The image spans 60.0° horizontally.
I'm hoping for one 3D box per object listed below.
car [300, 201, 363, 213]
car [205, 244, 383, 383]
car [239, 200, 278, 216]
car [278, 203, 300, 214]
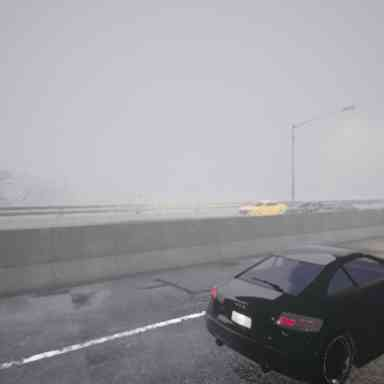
[{"bbox_3d":[10.580,1.592,24.232,5.357,1.411,2.033,0,0,-35],"label":"car"},{"bbox_3d":[2.255,1.570,5.333,4.181,1.385,1.994,0,0,-35],"label":"car"},{"bbox_3d":[6.394,1.521,29.844,5.008,1.535,1.882,0,0,-35],"label":"car"},{"bbox_3d":[9.759,1.554,27.916,4.892,1.490,1.837,0,0,-35],"label":"car"}]
